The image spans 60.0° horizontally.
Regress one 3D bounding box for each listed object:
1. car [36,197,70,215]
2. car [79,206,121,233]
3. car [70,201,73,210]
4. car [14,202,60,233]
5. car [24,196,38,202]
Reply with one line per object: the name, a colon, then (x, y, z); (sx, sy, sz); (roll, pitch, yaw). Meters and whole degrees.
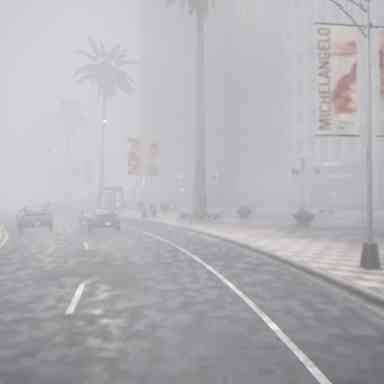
car: (-14.999, 1.645, 35.762); (2.128, 1.511, 4.902); (-1, 0, -32)
car: (-5.680, 1.584, 20.359); (1.812, 1.442, 4.674); (0, 0, -27)
car: (-17.699, 1.662, 45.607); (2.231, 1.521, 4.892); (-1, 0, -32)
car: (-9.783, 1.591, 20.574); (2.128, 1.511, 4.902); (0, 0, -29)
car: (-33.449, 1.695, 70.403); (2.185, 1.767, 4.553); (-1, 0, -32)
